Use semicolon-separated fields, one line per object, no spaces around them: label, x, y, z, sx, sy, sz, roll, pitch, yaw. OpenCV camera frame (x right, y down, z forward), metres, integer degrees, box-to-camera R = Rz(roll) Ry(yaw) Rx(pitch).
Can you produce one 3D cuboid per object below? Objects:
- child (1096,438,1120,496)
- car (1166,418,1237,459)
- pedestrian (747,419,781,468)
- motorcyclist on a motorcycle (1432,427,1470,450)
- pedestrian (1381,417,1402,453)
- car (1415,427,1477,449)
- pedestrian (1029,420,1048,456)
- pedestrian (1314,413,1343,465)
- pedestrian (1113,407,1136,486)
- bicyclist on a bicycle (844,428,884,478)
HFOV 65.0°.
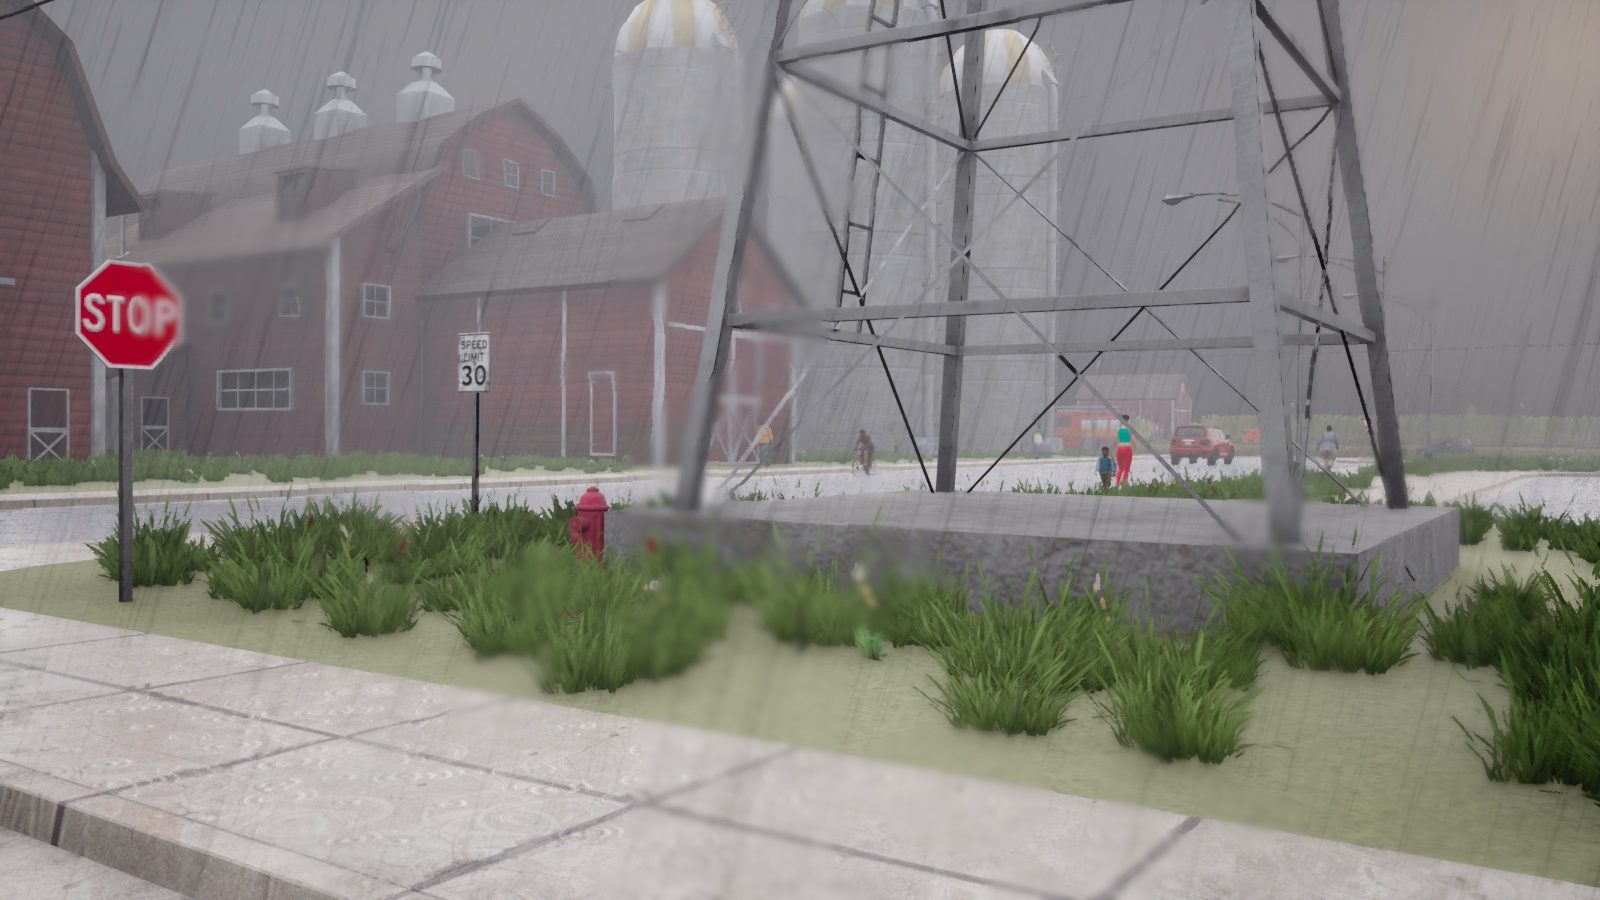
child;6.436;0.350;26.247;0.343;1.192;0.448;0;1;37
car;20.894;-0.629;65.207;2.150;2.045;5.566;0;1;33
pedestrian;-1.364;-0.251;47.299;0.874;1.855;0.900;0;1;45
motorcyclist on a motorcycle;43.291;-0.766;83.512;2.191;1.530;0.866;0;1;33
pedestrian;30.940;-0.790;65.642;0.874;1.855;0.900;0;1;33
car;44.675;-0.843;86.791;3.633;1.501;1.845;0;1;33
pedestrian;12.950;-0.662;68.211;0.659;1.952;0.873;0;1;44
pedestrian;19.271;-0.413;45.764;0.874;1.855;0.900;0;1;30
pedestrian;7.571;-0.082;29.301;0.345;1.836;0.594;0;1;33
bicyclist on a bicycle;2.163;0.086;42.401;0.582;1.620;1.656;0;1;33
